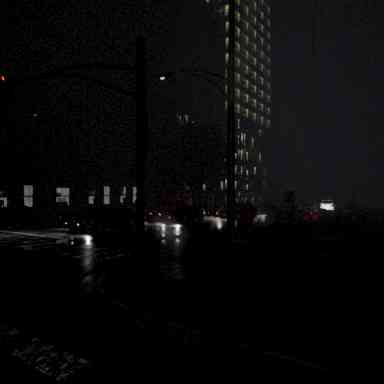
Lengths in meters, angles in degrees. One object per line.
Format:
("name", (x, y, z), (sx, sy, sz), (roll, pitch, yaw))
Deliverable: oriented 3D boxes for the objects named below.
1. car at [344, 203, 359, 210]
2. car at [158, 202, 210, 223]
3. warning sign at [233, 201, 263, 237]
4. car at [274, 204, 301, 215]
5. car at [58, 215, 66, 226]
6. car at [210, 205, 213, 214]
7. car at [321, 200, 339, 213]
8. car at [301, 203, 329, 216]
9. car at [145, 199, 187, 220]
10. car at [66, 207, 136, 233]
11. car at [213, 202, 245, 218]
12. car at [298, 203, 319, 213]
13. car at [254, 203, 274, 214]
("car", (31.493, 2.837, 65.718), (1.812, 1.442, 4.674), (0, -1, 33))
("car", (-0.597, 1.972, 30.221), (1.837, 1.490, 4.892), (0, -1, 33))
("warning sign", (3.139, 1.454, 18.545), (1.300, 1.860, 1.060), (1, 1, 33))
("car", (13.650, 2.395, 46.053), (2.033, 1.411, 5.357), (0, -1, 33))
("car", (-7.669, 1.921, 25.250), (1.895, 1.301, 4.718), (0, -1, 33))
("car", (3.151, 2.278, 42.016), (1.895, 1.301, 4.718), (0, -1, 33))
("car", (21.931, 2.254, 52.985), (2.150, 2.045, 5.566), (0, -1, 33))
("car", (16.517, 2.456, 44.499), (1.895, 1.301, 4.718), (0, -1, 33))
("car", (-2.375, 1.717, 33.462), (2.150, 2.045, 5.566), (0, -1, 33))
("car", (-5.652, 1.805, 22.384), (1.837, 1.490, 4.892), (0, -1, 33))
("car", (4.806, 1.998, 38.590), (2.097, 1.767, 4.553), (0, -1, 33))
("car", (19.181, 2.576, 54.718), (2.033, 1.411, 5.357), (0, -1, 33))
("car", (10.368, 2.320, 47.152), (2.128, 1.511, 4.902), (0, -1, 33))
